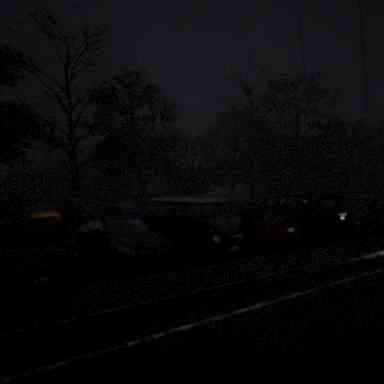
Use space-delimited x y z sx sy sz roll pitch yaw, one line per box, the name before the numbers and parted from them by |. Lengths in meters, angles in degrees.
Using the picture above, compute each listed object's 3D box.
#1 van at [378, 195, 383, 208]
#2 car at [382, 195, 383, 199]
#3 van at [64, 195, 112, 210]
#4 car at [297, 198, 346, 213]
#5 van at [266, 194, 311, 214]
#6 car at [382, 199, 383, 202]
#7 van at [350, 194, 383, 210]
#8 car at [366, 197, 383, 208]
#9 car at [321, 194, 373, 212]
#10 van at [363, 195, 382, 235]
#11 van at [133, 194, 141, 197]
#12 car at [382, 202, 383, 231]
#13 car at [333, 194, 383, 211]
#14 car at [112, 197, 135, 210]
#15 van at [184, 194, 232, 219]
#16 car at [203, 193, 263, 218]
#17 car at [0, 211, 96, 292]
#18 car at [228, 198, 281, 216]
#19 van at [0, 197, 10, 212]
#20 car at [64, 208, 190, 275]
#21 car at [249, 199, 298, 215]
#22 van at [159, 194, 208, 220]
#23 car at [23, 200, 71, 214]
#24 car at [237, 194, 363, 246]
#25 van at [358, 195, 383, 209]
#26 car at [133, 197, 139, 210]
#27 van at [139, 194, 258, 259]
van | 30.913 1.404 50.189 1.878 1.987 4.442 1 0 -36
car | 13.523 1.312 21.837 2.185 1.767 4.553 0 0 -35
van | -7.438 1.181 22.860 1.878 1.987 4.442 -1 0 -35
car | 15.046 1.507 39.012 2.097 1.535 5.008 0 0 -35
van | 10.362 1.246 35.826 1.878 1.987 4.442 0 0 -35
car | 11.246 1.421 20.246 2.097 1.535 5.008 0 0 -35
van | 24.137 1.349 45.352 1.878 1.987 4.442 0 0 -35
car | 28.577 1.609 48.664 2.097 1.535 5.008 0 0 -35
car | 19.574 1.290 42.210 2.435 2.045 5.566 0 0 -35
van | 6.789 1.161 16.935 1.878 1.987 4.442 0 0 -35
van | -3.047 1.143 25.988 1.878 1.987 4.442 0 0 -35
car | 8.980 1.444 18.642 2.002 1.452 4.674 0 0 -35
car | 21.830 1.307 43.817 2.435 2.045 5.566 0 0 -35
car | -5.250 1.379 24.568 2.097 1.535 5.008 -1 0 -35
van | 1.337 1.177 29.397 1.878 1.987 4.442 0 0 -35
car | 3.678 1.169 30.886 2.435 2.045 5.566 0 0 -35
car | -4.552 1.493 8.963 2.163 1.488 4.792 -1 0 -35
car | 6.021 1.438 32.583 2.097 1.535 5.008 0 0 -35
van | -12.085 1.236 19.836 1.878 1.987 4.442 -1 0 -35
car | -2.309 1.477 10.601 2.002 1.452 4.674 -1 0 -35
car | 8.276 1.495 34.194 2.002 1.452 4.674 0 0 -35
van | -0.817 1.161 27.862 1.878 1.987 4.442 0 0 -35
car | -9.651 1.431 21.200 1.946 1.575 5.366 -1 0 -35
car | 4.444 1.118 15.443 2.435 2.045 5.566 0 0 -35
van | 26.258 1.367 47.149 1.878 1.987 4.442 0 0 -35
car | -0.429 1.255 17.388 4.553 1.767 2.097 -1 0 -35
van | 0.019 1.183 12.113 1.878 1.987 4.442 -1 0 -35
